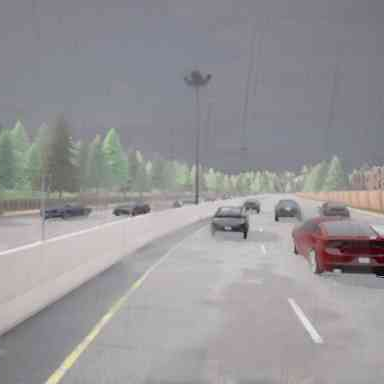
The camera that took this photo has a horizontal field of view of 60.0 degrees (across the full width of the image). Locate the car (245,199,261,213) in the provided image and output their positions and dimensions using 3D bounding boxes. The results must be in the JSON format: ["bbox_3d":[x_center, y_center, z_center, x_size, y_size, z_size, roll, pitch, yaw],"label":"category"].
[{"bbox_3d":[6.911,1.560,38.471,1.837,1.490,4.892,0,0,14],"label":"car"}]

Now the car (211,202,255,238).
[{"bbox_3d":[2.170,1.513,18.090,2.128,1.511,4.902,0,0,11],"label":"car"}]

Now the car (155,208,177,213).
[{"bbox_3d":[-2.253,1.536,31.222,1.812,1.442,4.674,0,0,14],"label":"car"}]

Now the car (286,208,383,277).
[{"bbox_3d":[4.435,1.504,10.489,1.882,1.535,5.008,0,0,6],"label":"car"}]

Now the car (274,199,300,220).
[{"bbox_3d":[8.058,1.405,28.236,2.097,1.767,4.553,0,0,13],"label":"car"}]

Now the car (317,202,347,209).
[{"bbox_3d":[11.298,1.571,26.757,1.837,1.490,4.892,0,0,13],"label":"car"}]
